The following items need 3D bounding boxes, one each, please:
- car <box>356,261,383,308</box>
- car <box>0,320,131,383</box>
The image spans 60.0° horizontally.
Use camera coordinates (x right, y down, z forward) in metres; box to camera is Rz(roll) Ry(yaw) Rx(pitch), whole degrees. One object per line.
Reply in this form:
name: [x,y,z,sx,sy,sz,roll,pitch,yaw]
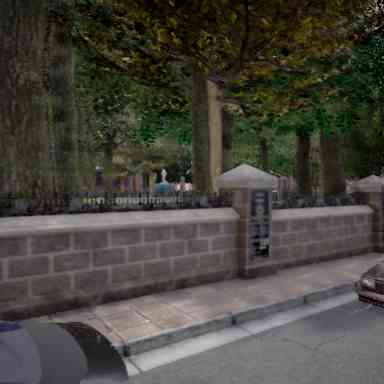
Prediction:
car: [5.765,1.643,7.184,5.357,1.411,2.033,1,0,-35]
car: [-2.566,1.476,1.222,4.902,1.511,2.128,1,0,-34]
